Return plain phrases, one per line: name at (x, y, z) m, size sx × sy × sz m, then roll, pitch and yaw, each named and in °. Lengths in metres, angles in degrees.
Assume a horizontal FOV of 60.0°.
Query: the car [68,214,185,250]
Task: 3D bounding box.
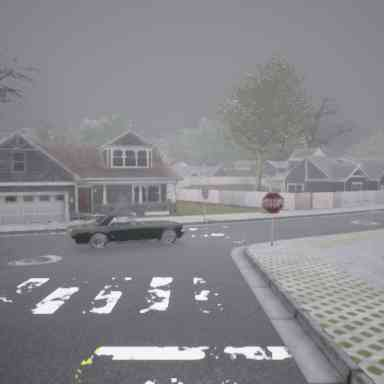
car at (-2.739, 1.589, 14.204) m, size 4.718 × 1.301 × 1.895 m, roll 0°, pitch 0°, yaw -24°
